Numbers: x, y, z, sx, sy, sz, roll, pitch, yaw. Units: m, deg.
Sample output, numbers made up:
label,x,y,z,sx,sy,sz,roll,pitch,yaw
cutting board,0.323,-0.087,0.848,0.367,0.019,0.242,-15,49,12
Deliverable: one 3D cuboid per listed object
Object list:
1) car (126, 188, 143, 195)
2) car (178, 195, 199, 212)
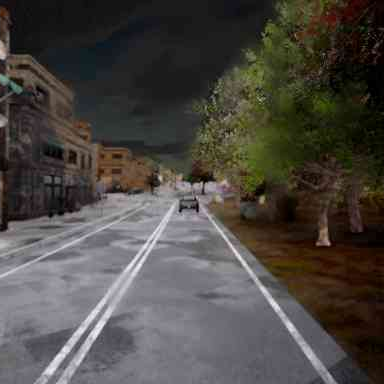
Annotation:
label,x,y,z,sx,sy,sz,roll,pitch,yaw
car,-13.497,-0.177,78.200,1.837,1.490,4.892,0,1,31
car,-0.333,1.018,32.496,2.128,1.511,4.902,-1,3,-2
